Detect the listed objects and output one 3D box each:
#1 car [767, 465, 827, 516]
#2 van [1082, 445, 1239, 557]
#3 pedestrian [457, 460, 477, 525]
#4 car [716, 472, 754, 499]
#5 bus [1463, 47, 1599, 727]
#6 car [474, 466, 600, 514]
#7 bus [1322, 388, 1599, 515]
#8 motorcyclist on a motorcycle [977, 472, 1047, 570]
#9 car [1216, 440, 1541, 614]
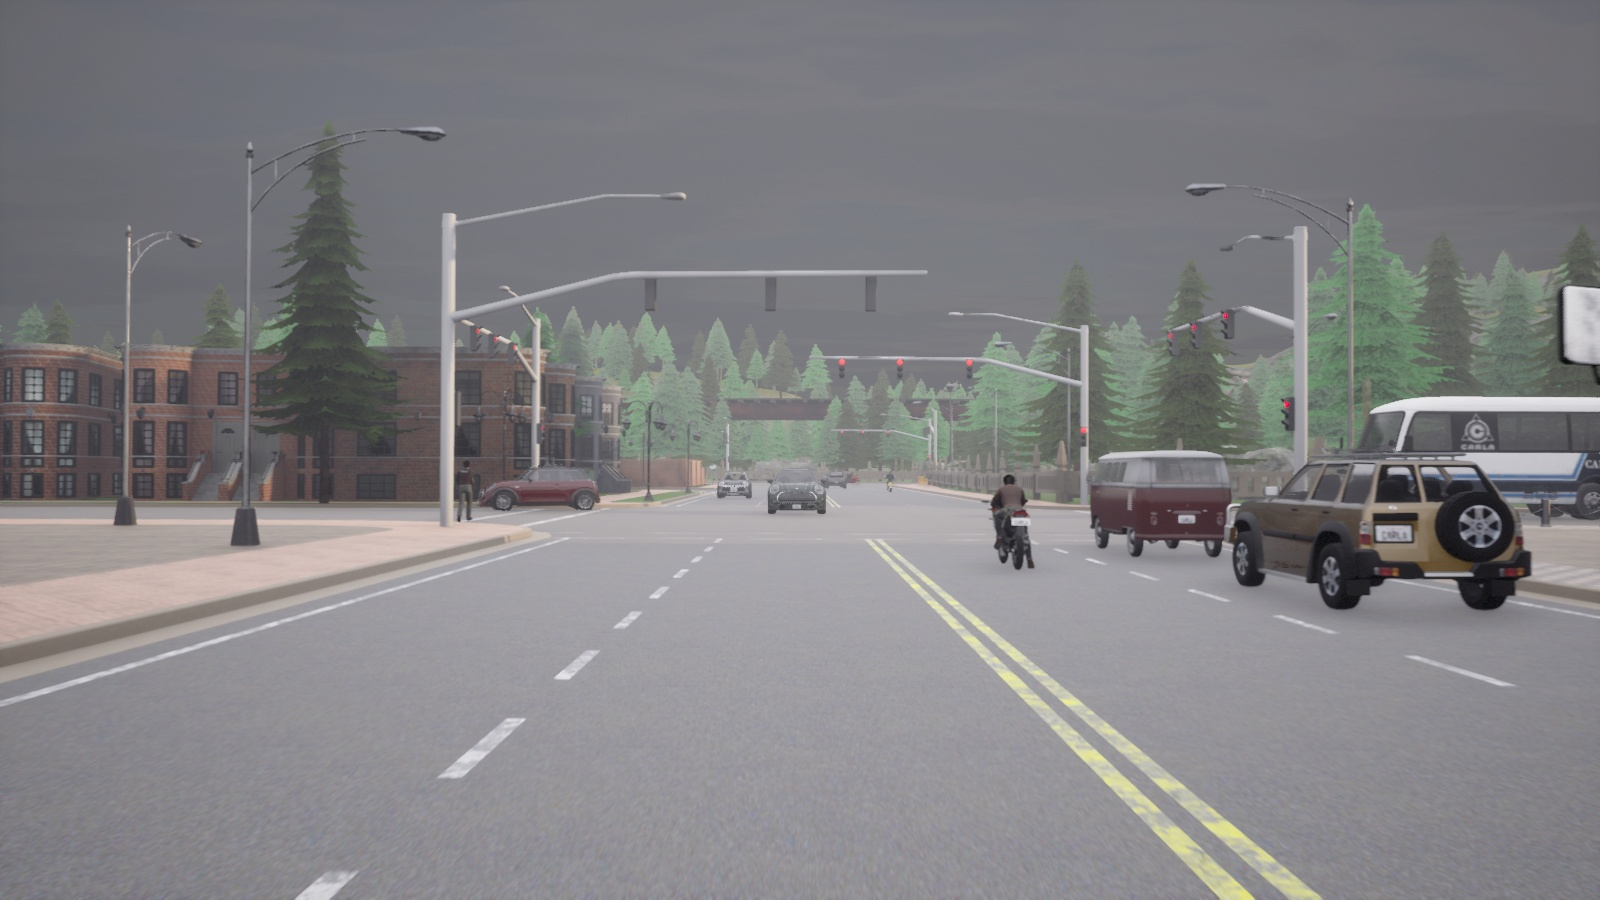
[{"bbox_3d":[-0.108,1.449,46.328,2.097,1.767,4.553,0,-1,0],"label":"car"},{"bbox_3d":[6.942,0.952,24.655,1.775,1.987,4.442,0,-1,0],"label":"van"},{"bbox_3d":[-9.973,1.273,37.628,0.402,1.930,0.666,0,-1,2],"label":"pedestrian"},{"bbox_3d":[-3.665,1.986,71.156,1.970,1.475,3.806,0,-1,0],"label":"car"},{"bbox_3d":[6.984,-0.519,4.258,3.944,4.253,10.273,0,-2,0],"label":"bus"},{"bbox_3d":[-10.136,1.523,48.369,4.553,1.767,2.097,0,-1,-18],"label":"car"},{"bbox_3d":[24.385,0.082,44.263,10.273,4.253,3.944,0,-1,0],"label":"bus"},{"bbox_3d":[3.452,1.129,20.642,0.797,1.523,2.044,0,-1,0],"label":"motorcyclist on a motorcycle"},{"bbox_3d":[6.963,0.867,15.762,1.932,1.855,4.605,0,-1,0],"label":"car"}]
